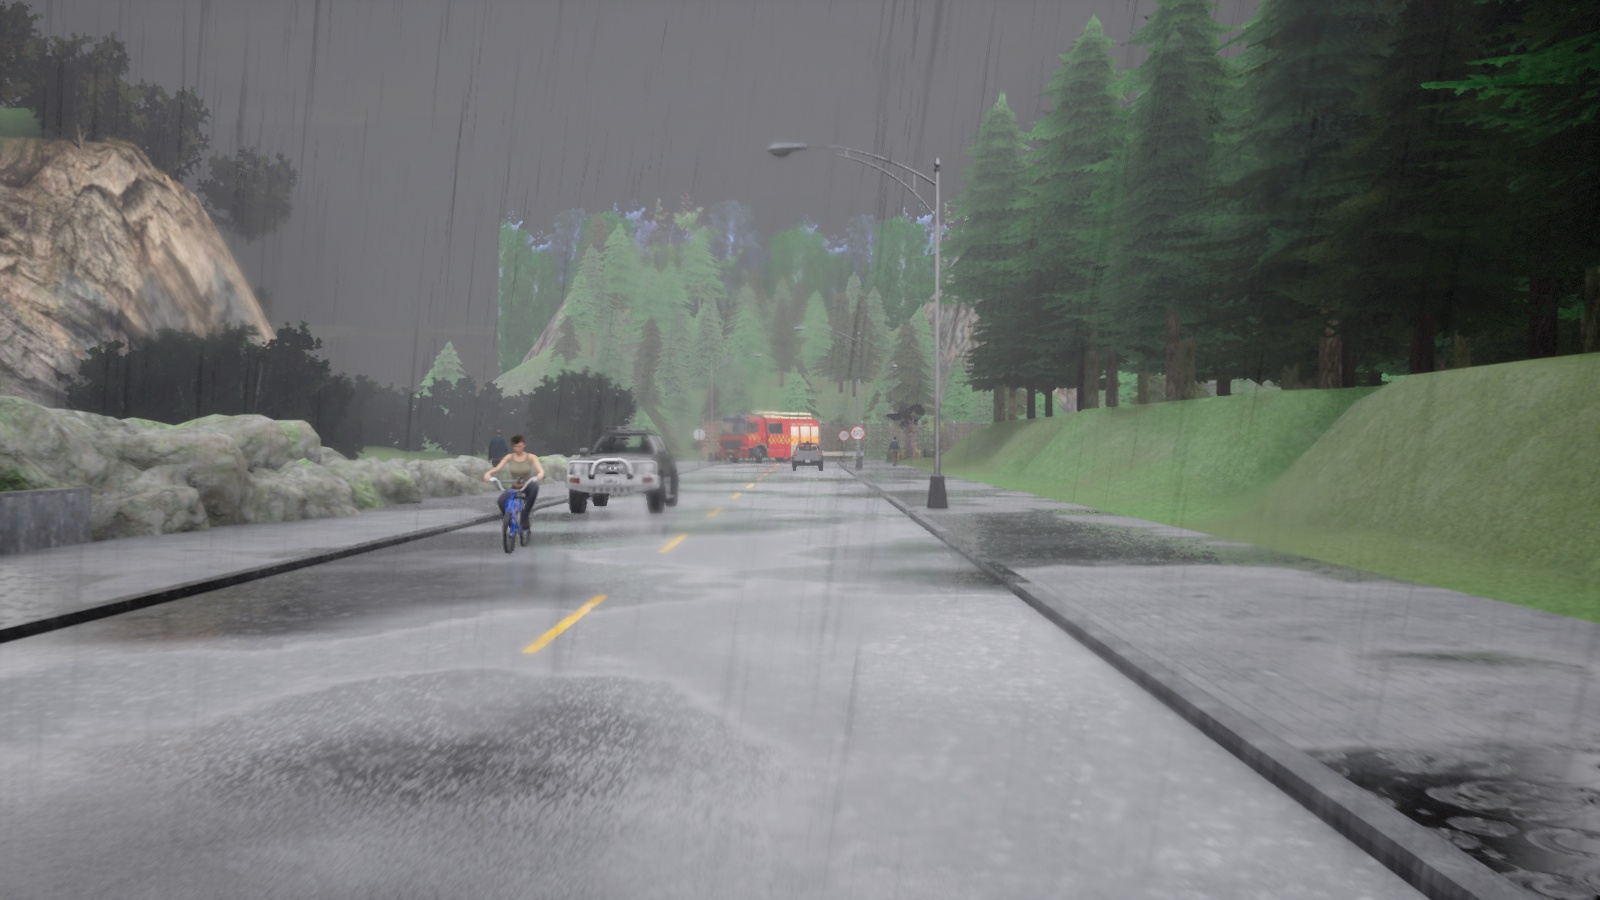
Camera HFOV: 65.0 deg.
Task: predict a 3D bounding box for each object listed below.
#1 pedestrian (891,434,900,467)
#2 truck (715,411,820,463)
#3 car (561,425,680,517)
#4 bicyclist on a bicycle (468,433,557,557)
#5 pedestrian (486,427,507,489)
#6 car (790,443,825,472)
[{"bbox_3d":[5.623,0.044,73.902,0.423,1.949,0.788,0,0,8],"label":"pedestrian"},{"bbox_3d":[-2.383,-0.956,95.101,2.891,3.827,8.468,0,0,42],"label":"truck"},{"bbox_3d":[-3.824,0.405,27.574,1.932,1.855,4.605,0,0,0],"label":"car"},{"bbox_3d":[-3.889,0.583,17.098,0.866,1.612,1.509,0,0,0],"label":"bicyclist on a bicycle"},{"bbox_3d":[-9.096,0.237,37.650,0.402,1.842,0.726,0,0,6],"label":"pedestrian"},{"bbox_3d":[0.410,0.377,67.968,1.845,1.501,3.633,0,0,0],"label":"car"}]
